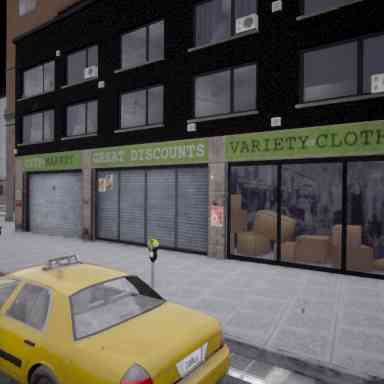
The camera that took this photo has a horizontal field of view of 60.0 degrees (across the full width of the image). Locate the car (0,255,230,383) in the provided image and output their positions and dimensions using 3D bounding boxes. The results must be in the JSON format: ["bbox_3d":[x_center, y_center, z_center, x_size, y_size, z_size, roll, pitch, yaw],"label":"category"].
[{"bbox_3d":[-1.875,1.524,4.428,4.829,1.417,1.752,0,1,36],"label":"car"}]

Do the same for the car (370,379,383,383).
[{"bbox_3d":[2.810,1.551,1.085,4.403,1.369,2.008,0,1,36],"label":"car"}]
